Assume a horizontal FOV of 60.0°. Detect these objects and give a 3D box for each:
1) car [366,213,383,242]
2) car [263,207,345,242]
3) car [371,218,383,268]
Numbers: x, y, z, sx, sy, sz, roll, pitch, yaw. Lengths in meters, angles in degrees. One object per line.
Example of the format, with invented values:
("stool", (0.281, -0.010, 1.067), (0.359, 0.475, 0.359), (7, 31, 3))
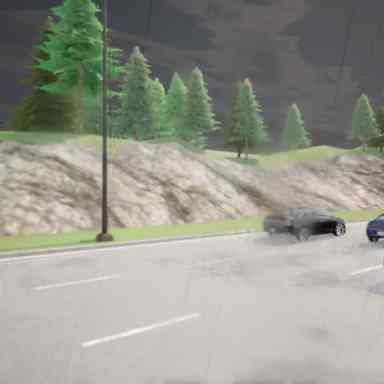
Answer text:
("car", (9.597, 1.531, 14.907), (4.674, 1.442, 1.812), (0, 0, -36))
("car", (5.598, 1.496, 16.337), (4.902, 1.511, 2.128), (0, 0, -35))
("car", (6.948, 1.481, 8.702), (5.008, 1.535, 1.882), (0, 0, -35))
